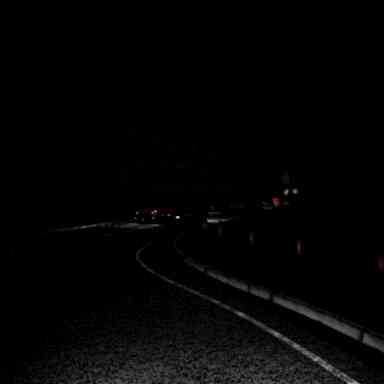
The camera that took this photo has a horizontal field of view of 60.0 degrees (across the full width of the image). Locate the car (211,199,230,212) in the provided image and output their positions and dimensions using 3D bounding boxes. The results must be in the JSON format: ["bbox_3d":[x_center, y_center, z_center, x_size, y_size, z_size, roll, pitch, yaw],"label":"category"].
[{"bbox_3d":[3.441,1.707,42.714,2.128,1.511,4.902,-1,0,23],"label":"car"}]

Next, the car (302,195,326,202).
[{"bbox_3d":[27.068,1.375,73.883,4.792,1.488,2.163,-1,0,22],"label":"car"}]

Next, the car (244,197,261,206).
[{"bbox_3d":[10.933,1.671,59.940,1.882,1.535,5.008,-1,0,23],"label":"car"}]

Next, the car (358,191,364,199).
[{"bbox_3d":[42.018,1.106,77.078,5.008,1.535,2.097,-1,0,22],"label":"car"}]

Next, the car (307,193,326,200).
[{"bbox_3d":[32.526,1.165,86.914,4.553,1.767,2.185,-1,0,22],"label":"car"}]

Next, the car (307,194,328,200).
[{"bbox_3d":[33.752,1.275,89.466,5.366,1.575,1.946,-1,0,22],"label":"car"}]

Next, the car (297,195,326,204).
[{"bbox_3d":[22.766,1.386,63.431,5.008,1.535,2.097,-1,0,22],"label":"car"}]

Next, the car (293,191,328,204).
[{"bbox_3d":[20.578,1.149,58.219,5.566,2.045,2.435,-1,0,22],"label":"car"}]

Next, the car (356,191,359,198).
[{"bbox_3d":[44.188,1.085,82.292,5.008,1.535,2.097,-1,0,23],"label":"car"}]

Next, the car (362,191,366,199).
[{"bbox_3d":[38.730,1.139,69.136,5.008,1.535,2.097,-1,0,22],"label":"car"}]

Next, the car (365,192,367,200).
[{"bbox_3d":[36.571,1.162,63.918,4.892,1.521,2.231,-1,0,22],"label":"car"}]

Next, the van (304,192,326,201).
[{"bbox_3d":[28.280,1.107,76.439,4.442,1.987,1.878,-1,0,22],"label":"van"}]

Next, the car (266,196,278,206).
[{"bbox_3d":[12.405,1.613,55.110,2.128,1.511,4.902,-1,0,23],"label":"car"}]

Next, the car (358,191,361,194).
[{"bbox_3d":[43.129,0.970,79.673,4.553,1.767,2.185,-1,0,23],"label":"car"}]

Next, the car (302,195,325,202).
[{"bbox_3d":[26.017,1.396,71.260,4.674,1.452,2.002,-1,0,22],"label":"car"}]

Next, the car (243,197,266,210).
[{"bbox_3d":[8.351,1.626,45.432,1.882,1.535,5.008,-1,0,23],"label":"car"}]

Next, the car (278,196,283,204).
[{"bbox_3d":[16.208,1.558,64.031,1.882,1.535,5.008,-1,0,23],"label":"car"}]

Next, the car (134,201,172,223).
[{"bbox_3d":[-2.929,1.606,28.057,2.097,1.767,4.553,-1,-1,24],"label":"car"}]

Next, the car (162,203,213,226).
[{"bbox_3d":[-0.229,1.761,25.457,1.994,1.385,4.181,-1,0,23],"label":"car"}]

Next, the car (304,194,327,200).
[{"bbox_3d":[31.247,1.302,84.386,5.366,1.575,1.946,-1,0,22],"label":"car"}]

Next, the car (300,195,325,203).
[{"bbox_3d":[24.931,1.407,68.651,4.674,1.452,2.002,-1,0,22],"label":"car"}]

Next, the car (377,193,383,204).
[{"bbox_3d":[31.114,1.068,50.887,4.553,1.767,2.185,-1,0,22],"label":"car"}]

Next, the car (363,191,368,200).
[{"bbox_3d":[37.650,1.150,66.528,5.008,1.535,2.097,-1,0,22],"label":"car"}]
